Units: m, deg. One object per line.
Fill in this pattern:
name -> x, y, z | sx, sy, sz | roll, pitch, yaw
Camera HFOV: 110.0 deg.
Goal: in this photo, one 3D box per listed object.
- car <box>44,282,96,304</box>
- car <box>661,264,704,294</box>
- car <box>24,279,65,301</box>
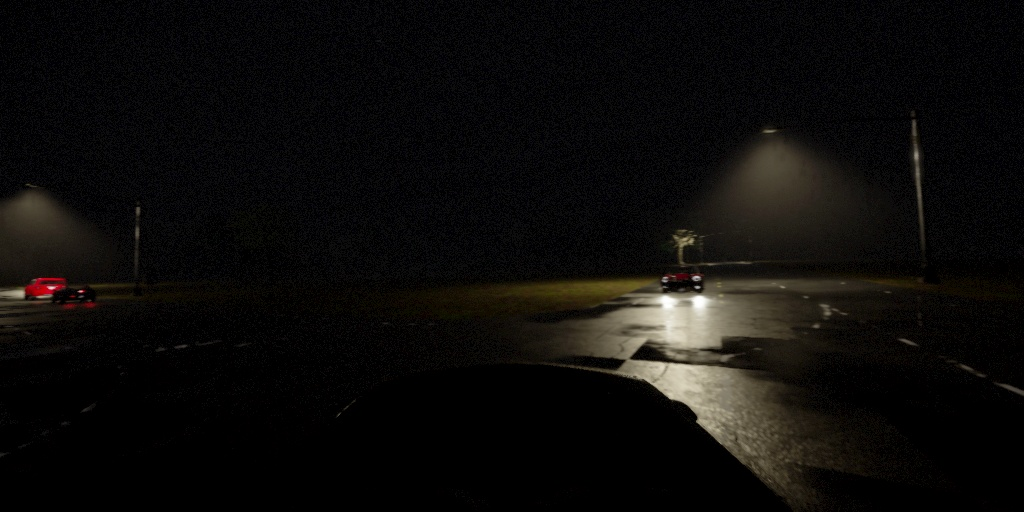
car -> -36.997, 3.181, 30.254 | 4.902, 1.511, 2.128 | -2, -3, 30
car -> 10.335, 1.292, 21.630 | 2.097, 1.767, 4.553 | -3, -2, 29
car -> -46.023, 3.264, 35.440 | 5.566, 2.045, 2.150 | -2, -3, 30
